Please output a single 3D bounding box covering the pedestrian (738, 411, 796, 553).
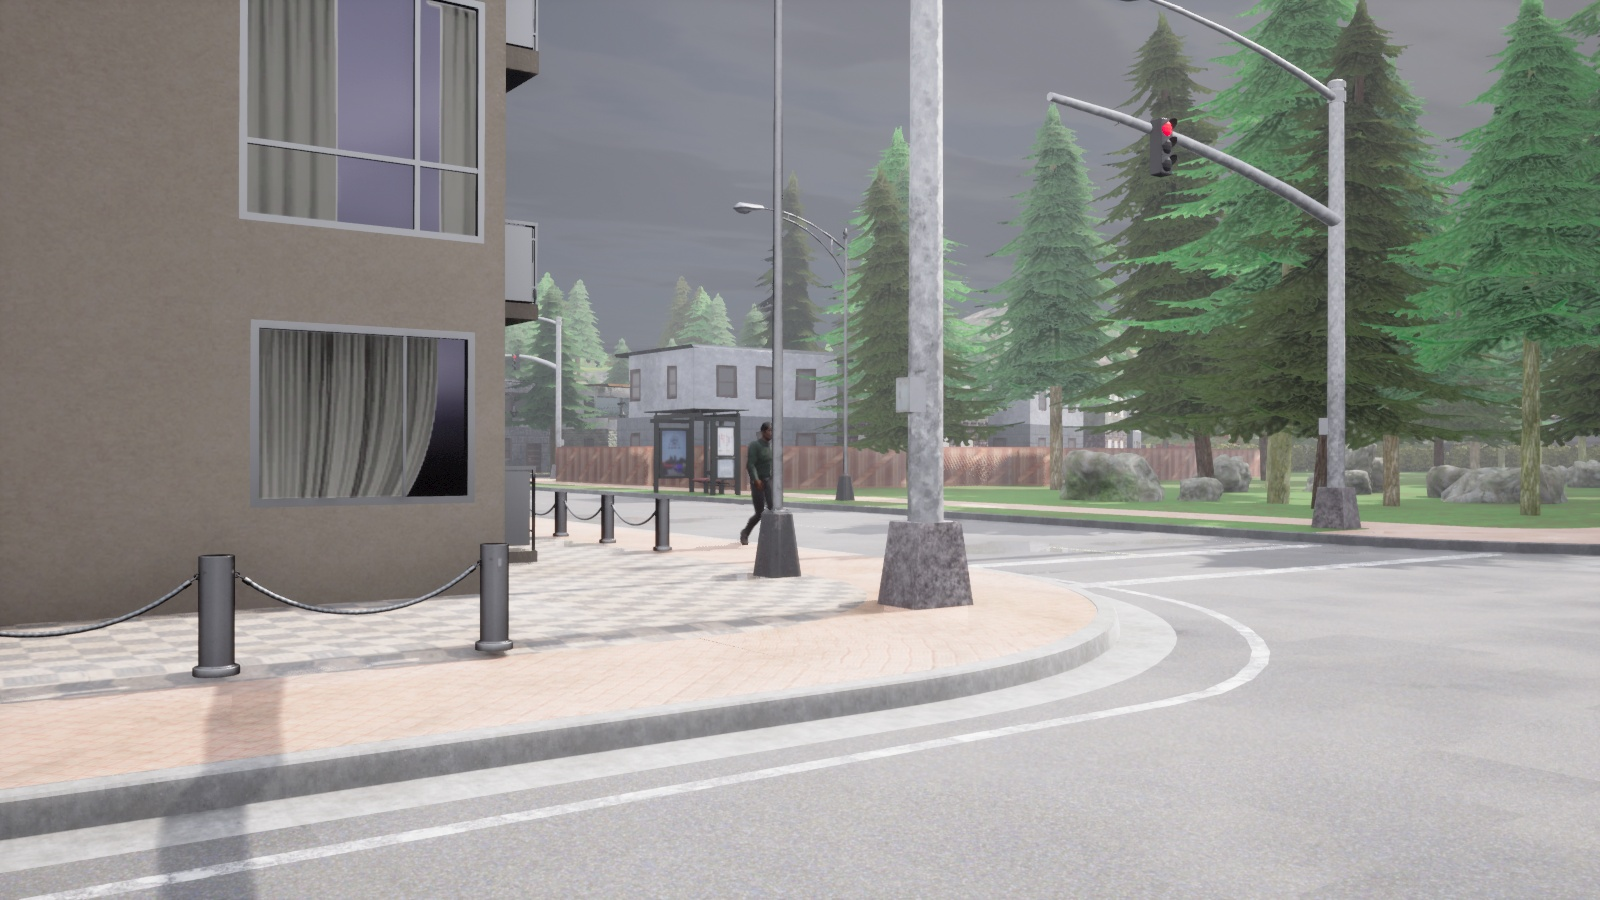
[{"bbox_3d":[-0.472,0.435,17.655,0.423,1.949,0.788,0,0,-38],"label":"pedestrian"}]
